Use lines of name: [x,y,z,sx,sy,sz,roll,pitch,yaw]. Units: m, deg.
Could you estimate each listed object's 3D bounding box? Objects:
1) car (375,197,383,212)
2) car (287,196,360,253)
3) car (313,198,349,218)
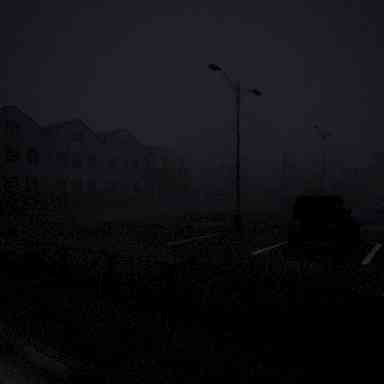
car: [19.292,1.233,32.735,1.970,1.475,3.806,0,0,35]
car: [4.931,1.076,12.359,1.905,1.878,3.866,0,0,35]
car: [12.239,1.297,29.081,2.007,1.523,4.514,0,0,35]
